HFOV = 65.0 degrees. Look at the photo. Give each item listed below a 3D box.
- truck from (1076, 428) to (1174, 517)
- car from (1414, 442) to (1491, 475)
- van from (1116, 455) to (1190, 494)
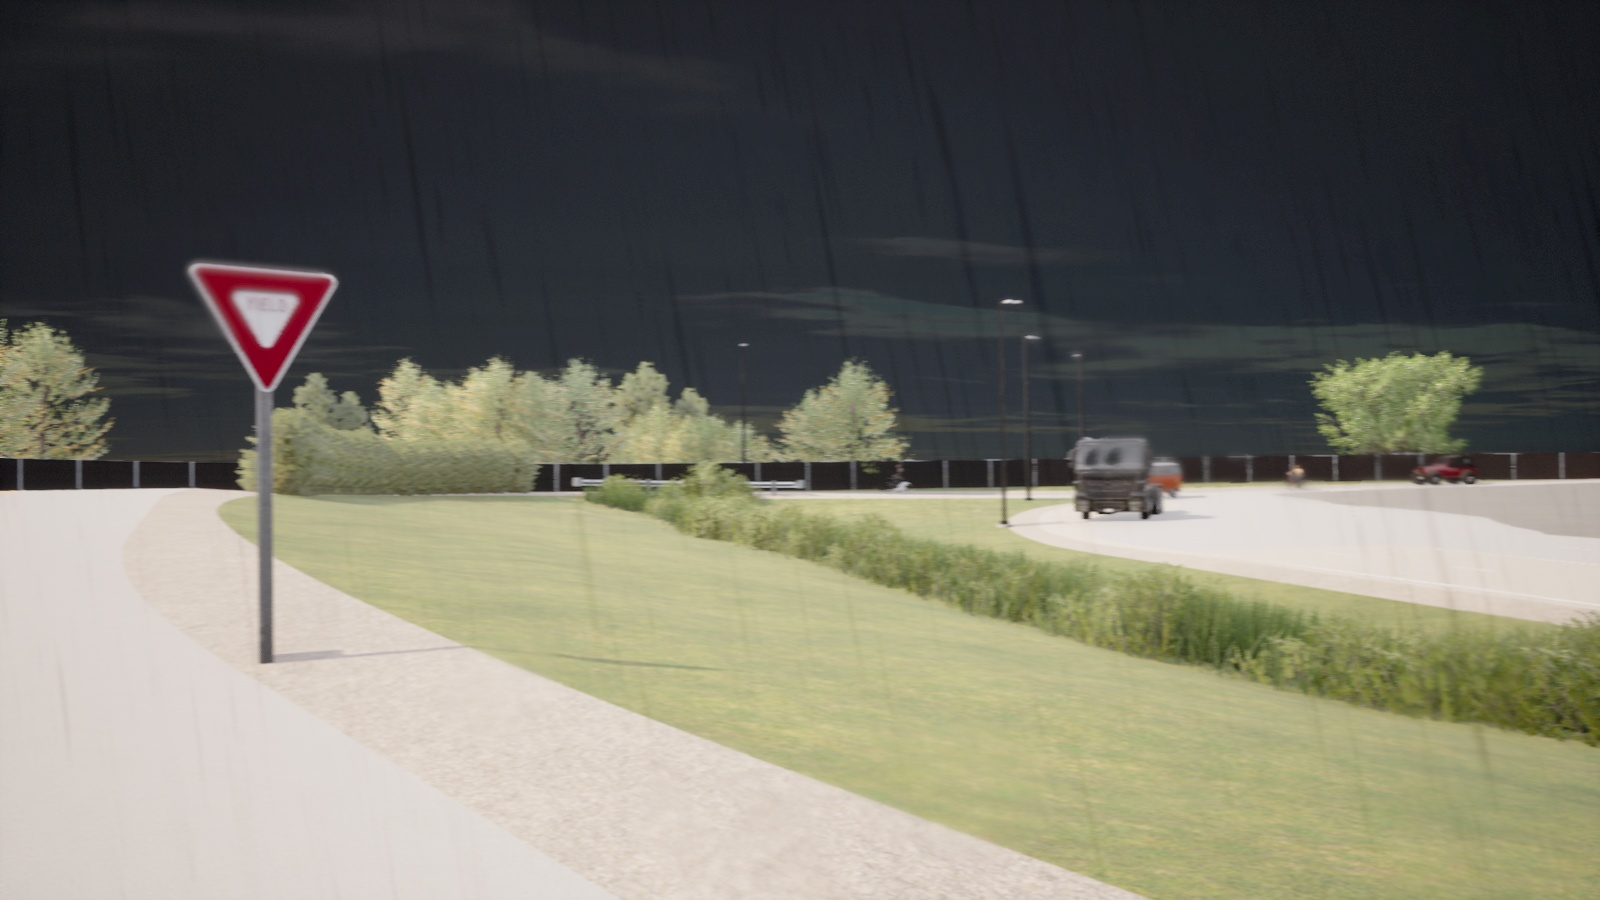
[{"bbox_3d":[14.095,0.872,54.000,2.891,3.462,7.936,-2,0,22],"label":"truck"},{"bbox_3d":[41.725,0.539,80.332,3.866,1.878,1.905,-3,-1,-6],"label":"car"},{"bbox_3d":[19.520,1.330,69.339,4.442,1.987,1.775,-2,1,-42],"label":"van"}]
